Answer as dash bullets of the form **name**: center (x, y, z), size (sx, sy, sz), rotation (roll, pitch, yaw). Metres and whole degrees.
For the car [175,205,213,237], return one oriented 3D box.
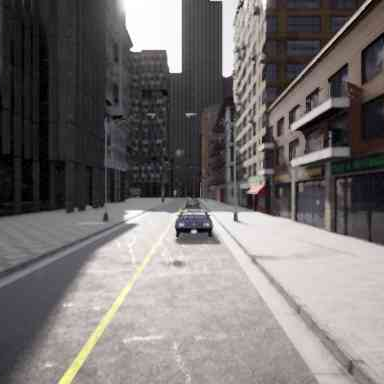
- **car**: center (0.098, 1.608, 18.194), size (1.895, 1.301, 4.718), rotation (0, 0, 0)

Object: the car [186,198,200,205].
- **car**: center (0.094, 1.551, 46.248), size (2.128, 1.511, 4.902), rotation (0, 0, 0)
